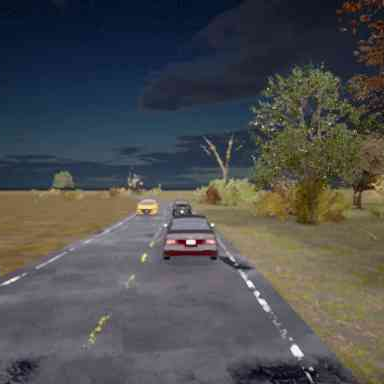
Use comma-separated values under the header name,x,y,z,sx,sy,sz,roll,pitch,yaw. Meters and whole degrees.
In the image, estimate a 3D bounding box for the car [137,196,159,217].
name,x,y,z,sx,sy,sz,roll,pitch,yaw
car,-4.262,1.501,32.482,1.882,1.535,5.008,0,0,-4

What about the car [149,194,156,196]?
name,x,y,z,sx,sy,sz,roll,pitch,yaw
car,-8.864,1.274,74.746,2.097,1.767,4.553,0,0,-9

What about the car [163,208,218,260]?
name,x,y,z,sx,sy,sz,roll,pitch,yaw
car,-0.103,1.558,12.498,2.033,1.411,5.357,0,0,-2

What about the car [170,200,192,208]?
name,x,y,z,sx,sy,sz,roll,pitch,yaw
car,-1.055,1.526,32.377,1.837,1.490,4.892,0,0,-4
